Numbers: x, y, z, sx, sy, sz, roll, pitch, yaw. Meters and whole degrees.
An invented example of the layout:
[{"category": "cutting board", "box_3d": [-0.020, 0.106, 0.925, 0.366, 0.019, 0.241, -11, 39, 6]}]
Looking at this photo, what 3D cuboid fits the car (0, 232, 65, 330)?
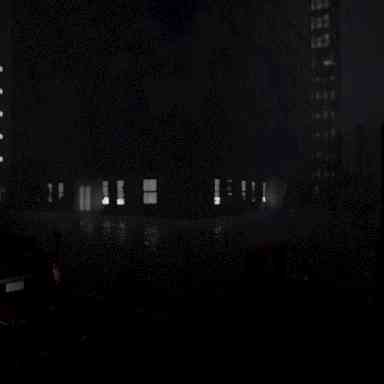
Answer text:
[{"category": "car", "box_3d": [-4.212, 1.446, 6.160, 4.097, 1.590, 1.967, 0, -1, 36]}]
